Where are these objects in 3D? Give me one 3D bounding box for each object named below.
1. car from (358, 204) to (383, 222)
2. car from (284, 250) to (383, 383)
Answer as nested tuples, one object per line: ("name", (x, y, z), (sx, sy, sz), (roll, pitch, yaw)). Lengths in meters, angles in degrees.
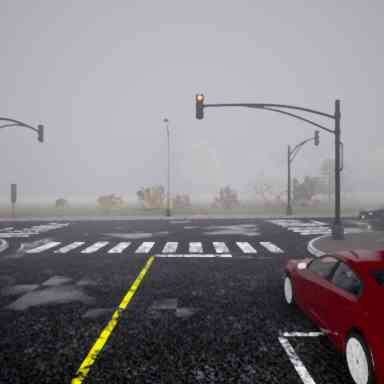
("car", (14.767, 1.355, 23.561), (5.357, 1.411, 2.033), (-1, 0, 0))
("car", (2.706, 1.544, 5.048), (1.887, 1.381, 4.507), (0, 0, 0))
